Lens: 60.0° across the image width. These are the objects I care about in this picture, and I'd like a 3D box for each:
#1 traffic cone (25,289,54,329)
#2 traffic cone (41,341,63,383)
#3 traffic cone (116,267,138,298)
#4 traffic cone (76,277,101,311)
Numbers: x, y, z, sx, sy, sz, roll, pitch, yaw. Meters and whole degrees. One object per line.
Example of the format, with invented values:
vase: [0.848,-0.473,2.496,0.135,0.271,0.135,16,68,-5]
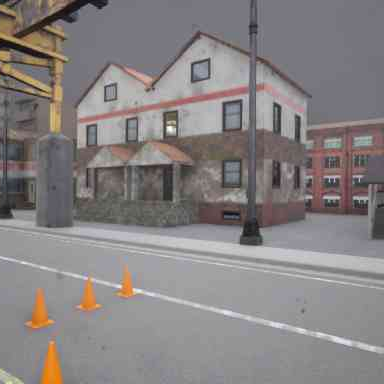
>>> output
traffic cone: [-2.589,1.949,5.660,0.340,0.580,0.340,0,0,36]
traffic cone: [-1.552,1.952,3.679,0.340,0.580,0.340,0,0,36]
traffic cone: [-1.419,1.949,7.282,0.340,0.580,0.340,0,0,36]
traffic cone: [-2.004,1.949,6.471,0.340,0.580,0.340,0,0,36]
